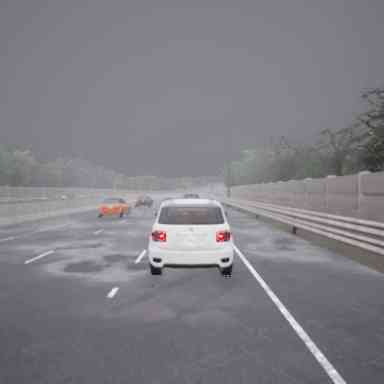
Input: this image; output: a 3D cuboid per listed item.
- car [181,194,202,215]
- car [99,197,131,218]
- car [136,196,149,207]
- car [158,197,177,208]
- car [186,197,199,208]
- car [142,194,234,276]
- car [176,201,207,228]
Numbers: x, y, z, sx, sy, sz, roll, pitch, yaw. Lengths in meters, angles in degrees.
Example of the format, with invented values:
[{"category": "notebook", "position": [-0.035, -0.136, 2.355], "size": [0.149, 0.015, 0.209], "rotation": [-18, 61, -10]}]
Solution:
[{"category": "car", "position": [-0.064, 1.205, 35.515], "size": [2.150, 2.045, 5.566], "rotation": [0, 0, 0]}, {"category": "car", "position": [-6.953, 1.337, 30.477], "size": [2.097, 1.767, 4.553], "rotation": [0, 0, 0]}, {"category": "car", "position": [-6.986, 1.327, 49.429], "size": [2.097, 1.767, 4.553], "rotation": [0, 0, 0]}, {"category": "car", "position": [-3.503, 1.522, 48.482], "size": [2.033, 1.411, 5.357], "rotation": [0, 0, 2]}, {"category": "car", "position": [0.012, 1.480, 49.205], "size": [1.837, 1.490, 4.892], "rotation": [0, 0, 0]}, {"category": "car", "position": [-0.019, 1.215, 10.426], "size": [2.150, 2.045, 5.566], "rotation": [0, 0, 0]}, {"category": "car", "position": [-0.040, 1.466, 23.061], "size": [1.882, 1.535, 5.008], "rotation": [0, 0, 0]}]
